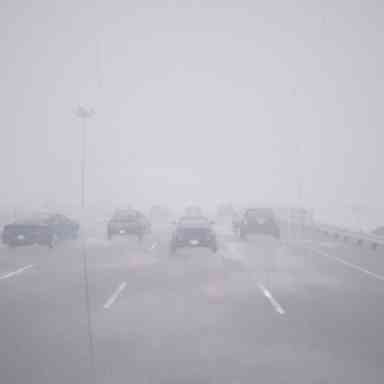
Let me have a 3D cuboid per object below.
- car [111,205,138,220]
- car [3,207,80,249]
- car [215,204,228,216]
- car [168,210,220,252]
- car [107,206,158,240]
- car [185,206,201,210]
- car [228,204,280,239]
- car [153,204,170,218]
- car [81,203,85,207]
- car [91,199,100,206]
[{"bbox_3d":[-6.926,2.108,34.563,1.895,1.301,4.718,0,-1,0],"label":"car"},{"bbox_3d":[-6.915,1.714,15.918,1.882,1.535,5.008,0,-1,0],"label":"car"},{"bbox_3d":[3.573,2.014,35.864,2.128,1.511,4.902,0,-1,0],"label":"car"},{"bbox_3d":[0.078,1.743,14.828,1.812,1.442,4.674,0,-1,0],"label":"car"},{"bbox_3d":[-3.415,1.768,18.703,2.128,1.511,4.902,0,-1,0],"label":"car"},{"bbox_3d":[0.077,2.001,31.074,2.033,1.411,5.357,0,-1,0],"label":"car"},{"bbox_3d":[3.585,1.634,19.361,2.097,1.767,4.553,0,-1,0],"label":"car"},{"bbox_3d":[-3.428,2.017,35.868,2.128,1.511,4.902,0,-1,0],"label":"car"},{"bbox_3d":[-21.049,2.802,64.748,1.895,1.301,4.718,0,-2,0],"label":"car"},{"bbox_3d":[-17.550,2.464,65.601,2.150,2.045,5.566,0,-2,0],"label":"car"}]
